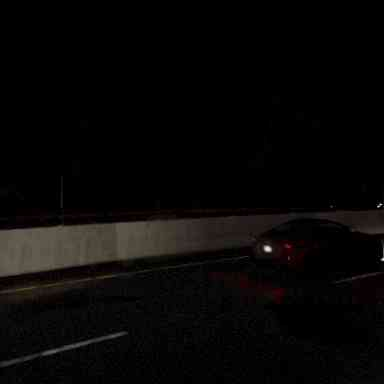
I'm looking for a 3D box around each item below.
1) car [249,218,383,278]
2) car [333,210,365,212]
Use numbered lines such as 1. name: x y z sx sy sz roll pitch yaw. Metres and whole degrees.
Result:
1. car: 3.769 1.493 9.949 4.181 1.385 1.994 0 0 -30
2. car: 15.127 1.371 30.609 4.718 1.301 1.895 0 0 -19
